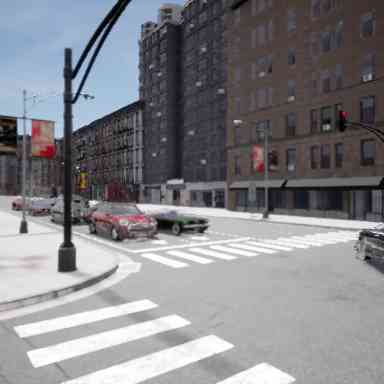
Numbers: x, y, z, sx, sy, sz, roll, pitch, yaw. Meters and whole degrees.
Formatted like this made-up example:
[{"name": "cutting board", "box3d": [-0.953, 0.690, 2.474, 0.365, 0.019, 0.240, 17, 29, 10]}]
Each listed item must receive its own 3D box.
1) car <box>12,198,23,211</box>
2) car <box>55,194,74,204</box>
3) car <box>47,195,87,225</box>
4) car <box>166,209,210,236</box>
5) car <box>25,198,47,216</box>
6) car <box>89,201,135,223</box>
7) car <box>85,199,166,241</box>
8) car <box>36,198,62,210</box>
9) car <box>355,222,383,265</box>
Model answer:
[{"name": "car", "box3d": [-20.527, 1.429, 40.412, 1.882, 1.535, 5.008, 0, 0, -36]}, {"name": "car", "box3d": [-23.495, 1.296, 61.271, 2.097, 1.767, 4.553, 0, 0, -36]}, {"name": "car", "box3d": [-8.707, 1.363, 24.184, 2.097, 1.767, 4.553, 0, 0, -36]}, {"name": "car", "box3d": [-1.034, 1.651, 19.189, 1.895, 1.301, 4.718, 0, 0, -36]}, {"name": "car", "box3d": [-14.575, 1.545, 32.229, 1.994, 1.385, 4.181, 0, 0, -36]}, {"name": "car", "box3d": [-6.529, 1.527, 26.708, 1.837, 1.490, 4.892, 0, 0, -36]}, {"name": "car", "box3d": [-3.580, 1.390, 17.167, 2.097, 1.767, 4.553, 0, 0, -36]}, {"name": "car", "box3d": [-18.820, 1.508, 43.605, 2.033, 1.411, 5.357, 0, 0, -36]}, {"name": "car", "box3d": [6.352, 1.562, 9.697, 2.128, 1.511, 4.902, 1, 0, 11]}]
